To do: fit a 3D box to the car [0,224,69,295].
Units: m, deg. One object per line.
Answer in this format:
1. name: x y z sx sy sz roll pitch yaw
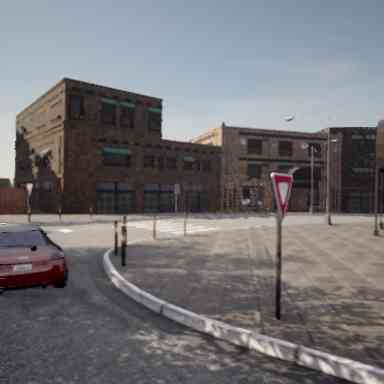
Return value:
1. car: -4.544 1.502 8.527 1.994 1.385 4.181 0 0 -32
